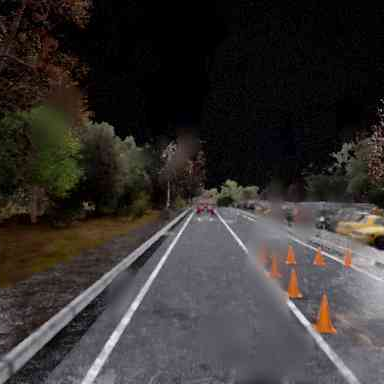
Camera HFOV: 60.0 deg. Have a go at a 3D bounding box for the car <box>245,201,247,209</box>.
[{"bbox_3d":[12.702,2.780,60.920,4.674,1.452,2.002,2,-1,2],"label":"car"}]

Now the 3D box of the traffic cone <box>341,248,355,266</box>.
[{"bbox_3d":[5.496,2.266,11.731,0.340,0.580,0.340,2,-1,2],"label":"traffic cone"}]

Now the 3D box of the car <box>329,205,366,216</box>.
[{"bbox_3d":[25.540,3.031,54.738,5.008,1.535,2.097,2,-1,2],"label":"car"}]

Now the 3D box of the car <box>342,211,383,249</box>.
[{"bbox_3d":[10.809,2.026,16.679,5.366,1.575,1.946,2,0,2],"label":"car"}]

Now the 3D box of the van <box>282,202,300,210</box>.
[{"bbox_3d":[27.043,3.796,90.692,4.442,1.987,1.878,2,-2,2],"label":"van"}]

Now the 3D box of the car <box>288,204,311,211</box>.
[{"bbox_3d":[26.599,3.745,82.389,5.008,1.535,2.097,2,-2,2],"label":"car"}]

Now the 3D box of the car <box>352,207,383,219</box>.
[{"bbox_3d":[25.232,2.934,46.558,4.674,1.452,2.002,2,-1,2],"label":"car"}]

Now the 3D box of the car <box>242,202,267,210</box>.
[{"bbox_3d":[13.047,2.939,69.214,4.792,1.488,2.163,2,-1,2],"label":"car"}]

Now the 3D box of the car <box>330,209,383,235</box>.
[{"bbox_3d":[11.282,2.064,19.315,5.366,1.575,1.946,2,-1,2],"label":"car"}]

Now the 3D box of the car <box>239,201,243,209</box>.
[{"bbox_3d":[12.950,2.583,66.471,5.566,2.045,2.435,2,-1,2],"label":"car"}]

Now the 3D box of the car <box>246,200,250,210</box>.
[{"bbox_3d":[12.588,2.693,58.148,5.008,1.535,2.097,2,-1,2],"label":"car"}]

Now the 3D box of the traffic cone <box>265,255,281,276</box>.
[{"bbox_3d":[2.444,2.149,9.827,0.340,0.580,0.340,2,-1,2],"label":"traffic cone"}]

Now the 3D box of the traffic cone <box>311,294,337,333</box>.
[{"bbox_3d":[2.318,2.096,5.829,0.340,0.580,0.340,2,-1,2],"label":"traffic cone"}]

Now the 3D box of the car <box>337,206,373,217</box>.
[{"bbox_3d":[25.436,3.024,51.968,4.674,1.452,2.002,2,-1,2],"label":"car"}]

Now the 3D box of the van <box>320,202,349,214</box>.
[{"bbox_3d":[25.887,2.904,60.397,4.442,1.987,1.878,2,-1,2],"label":"van"}]

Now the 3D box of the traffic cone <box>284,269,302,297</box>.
[{"bbox_3d":[2.381,2.123,7.828,0.340,0.580,0.340,2,-1,2],"label":"traffic cone"}]

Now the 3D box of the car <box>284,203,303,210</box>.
[{"bbox_3d":[26.787,3.801,87.928,4.553,1.767,2.185,2,-2,2],"label":"car"}]

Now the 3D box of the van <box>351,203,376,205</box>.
[{"bbox_3d":[25.461,2.718,49.326,4.442,1.987,1.878,2,-1,2],"label":"van"}]

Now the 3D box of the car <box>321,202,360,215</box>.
[{"bbox_3d":[25.637,2.828,57.635,5.566,2.045,2.435,2,-1,2],"label":"car"}]

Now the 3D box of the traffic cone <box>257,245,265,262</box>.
[{"bbox_3d":[2.507,2.176,11.825,0.340,0.580,0.340,2,-1,2],"label":"traffic cone"}]

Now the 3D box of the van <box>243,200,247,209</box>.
[{"bbox_3d":[12.697,2.557,63.703,4.442,1.987,1.878,2,-1,2],"label":"van"}]

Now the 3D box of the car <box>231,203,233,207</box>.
[{"bbox_3d":[13.892,3.669,91.401,4.792,1.488,2.163,2,-2,2],"label":"car"}]

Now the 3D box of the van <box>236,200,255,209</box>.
[{"bbox_3d":[13.776,3.234,85.861,4.442,1.987,1.878,2,-2,2],"label":"van"}]

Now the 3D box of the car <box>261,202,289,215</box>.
[{"bbox_3d":[11.767,2.405,41.512,5.366,1.575,1.946,2,-1,2],"label":"car"}]

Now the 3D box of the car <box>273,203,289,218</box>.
[{"bbox_3d":[11.709,2.349,35.958,4.792,1.488,2.163,2,-1,2],"label":"car"}]

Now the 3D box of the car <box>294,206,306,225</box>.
[{"bbox_3d":[11.447,2.211,27.634,4.792,1.488,2.163,2,-1,2],"label":"car"}]

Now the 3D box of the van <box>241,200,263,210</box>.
[{"bbox_3d":[13.015,2.771,72.006,4.442,1.987,1.878,2,-2,2],"label":"van"}]

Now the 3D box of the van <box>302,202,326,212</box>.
[{"bbox_3d":[26.073,3.152,71.335,4.442,1.987,1.878,2,-2,2],"label":"van"}]

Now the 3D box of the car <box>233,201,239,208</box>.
[{"bbox_3d":[13.552,3.365,83.085,5.008,1.535,2.097,2,-2,2],"label":"car"}]

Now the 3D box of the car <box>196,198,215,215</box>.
[{"bbox_3d":[1.760,1.853,43.421,2.150,2.045,5.566,2,-1,2],"label":"car"}]

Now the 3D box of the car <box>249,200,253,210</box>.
[{"bbox_3d":[12.459,2.520,55.376,4.553,1.767,2.185,2,-1,2],"label":"car"}]

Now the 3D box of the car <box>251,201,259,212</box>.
[{"bbox_3d":[12.088,2.545,49.833,5.366,1.575,1.946,2,-1,2],"label":"car"}]

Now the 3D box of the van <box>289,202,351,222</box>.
[{"bbox_3d":[11.648,2.005,30.409,4.442,1.987,1.878,2,-1,2],"label":"van"}]

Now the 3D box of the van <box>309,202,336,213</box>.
[{"bbox_3d":[25.868,2.990,65.949,4.442,1.987,1.878,2,-1,2],"label":"van"}]

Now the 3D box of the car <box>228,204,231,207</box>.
[{"bbox_3d":[13.948,3.477,94.185,5.566,2.045,2.435,2,-2,2],"label":"car"}]

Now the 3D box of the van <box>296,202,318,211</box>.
[{"bbox_3d":[26.517,3.341,76.858,4.442,1.987,1.878,2,-2,2],"label":"van"}]

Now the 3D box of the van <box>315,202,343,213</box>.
[{"bbox_3d":[25.989,2.948,63.040,4.442,1.987,1.878,2,-1,2],"label":"van"}]

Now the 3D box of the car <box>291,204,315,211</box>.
[{"bbox_3d":[26.493,3.655,79.622,4.892,1.521,2.231,2,-2,2],"label":"car"}]

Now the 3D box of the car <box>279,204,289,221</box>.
[{"bbox_3d":[11.602,2.302,33.184,4.792,1.488,2.163,2,-1,2],"label":"car"}]

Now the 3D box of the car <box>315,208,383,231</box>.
[{"bbox_3d":[11.198,2.097,22.088,4.892,1.521,2.231,2,-1,2],"label":"car"}]

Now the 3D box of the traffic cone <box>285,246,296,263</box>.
[{"bbox_3d":[3.504,2.206,11.794,0.340,0.580,0.340,2,-1,2],"label":"traffic cone"}]

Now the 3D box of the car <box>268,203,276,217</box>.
[{"bbox_3d":[11.816,2.396,38.732,4.792,1.488,2.163,2,-1,2],"label":"car"}]

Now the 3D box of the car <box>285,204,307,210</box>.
[{"bbox_3d":[26.709,3.840,85.281,5.008,1.535,2.097,2,-2,2],"label":"car"}]

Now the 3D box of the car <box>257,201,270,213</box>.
[{"bbox_3d":[12.160,2.508,47.052,4.892,1.521,2.231,2,-1,2],"label":"car"}]

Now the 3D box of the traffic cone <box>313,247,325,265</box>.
[{"bbox_3d":[4.501,2.236,11.762,0.340,0.580,0.340,2,-1,2],"label":"traffic cone"}]

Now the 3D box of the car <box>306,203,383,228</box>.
[{"bbox_3d":[11.346,2.012,24.865,4.553,1.767,2.185,2,-1,2],"label":"car"}]
